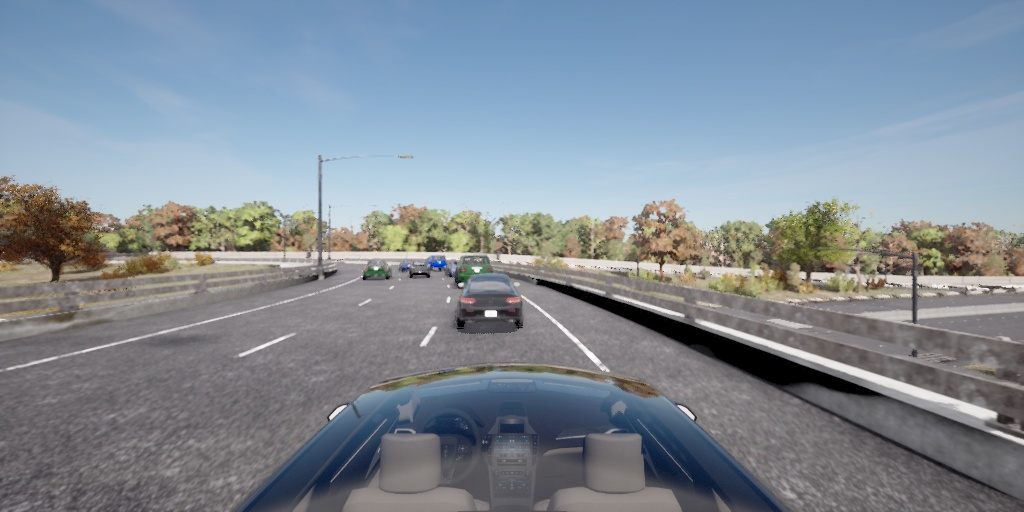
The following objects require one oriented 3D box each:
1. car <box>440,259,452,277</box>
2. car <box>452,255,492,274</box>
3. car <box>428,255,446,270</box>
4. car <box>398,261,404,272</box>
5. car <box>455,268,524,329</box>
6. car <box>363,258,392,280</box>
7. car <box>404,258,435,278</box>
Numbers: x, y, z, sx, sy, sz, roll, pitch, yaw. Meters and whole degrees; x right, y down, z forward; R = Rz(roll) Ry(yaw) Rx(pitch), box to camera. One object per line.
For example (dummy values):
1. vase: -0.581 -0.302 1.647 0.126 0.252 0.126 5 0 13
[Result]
1. car: -5.439 1.252 34.815 2.033 1.411 5.357 0 0 -17
2. car: -2.571 0.941 23.522 2.150 2.045 5.566 0 0 -11
3. car: -9.973 0.911 46.725 2.150 2.045 5.566 0 0 -23
4. car: -13.367 1.258 45.698 1.994 1.385 4.181 0 0 -24
5. car: -0.698 1.262 11.171 1.812 1.442 4.674 0 0 -4
6. car: -11.623 1.067 31.181 2.097 1.767 4.553 0 0 -16
7. car: -8.812 1.200 33.935 2.128 1.511 4.902 0 0 -17
